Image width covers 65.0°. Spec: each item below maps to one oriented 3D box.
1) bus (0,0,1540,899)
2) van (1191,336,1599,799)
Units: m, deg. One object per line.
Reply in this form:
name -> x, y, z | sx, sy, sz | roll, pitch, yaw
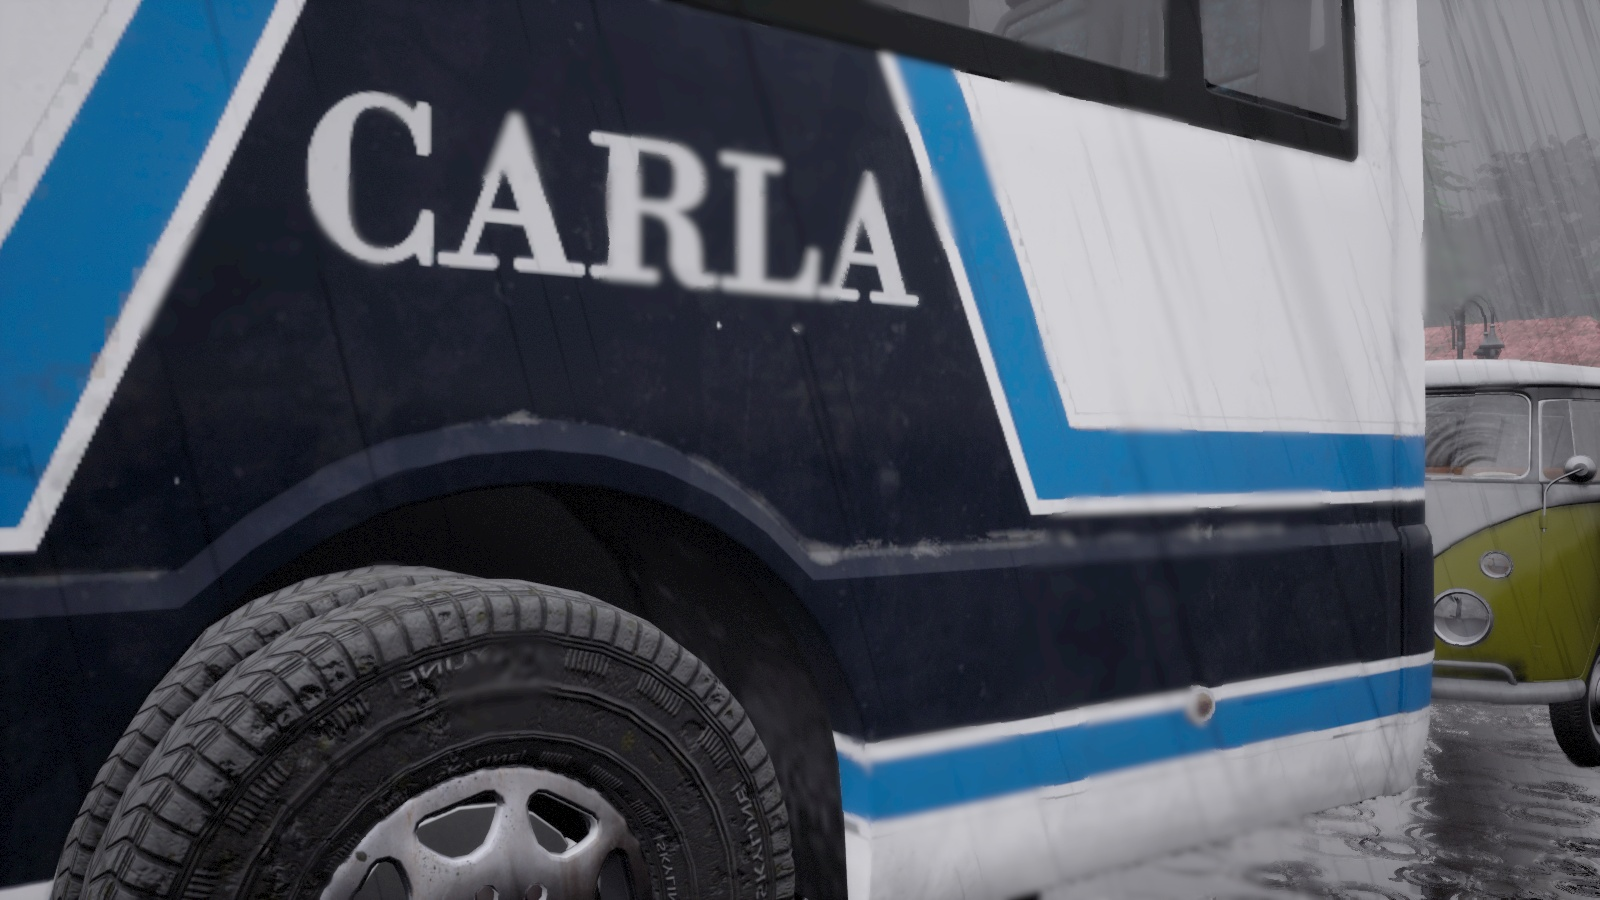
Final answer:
bus -> -3.492, -0.620, 1.849 | 10.273, 4.253, 3.944 | 0, 0, -35
van -> 4.460, 0.506, 7.382 | 4.442, 1.987, 1.775 | 0, 0, -35
